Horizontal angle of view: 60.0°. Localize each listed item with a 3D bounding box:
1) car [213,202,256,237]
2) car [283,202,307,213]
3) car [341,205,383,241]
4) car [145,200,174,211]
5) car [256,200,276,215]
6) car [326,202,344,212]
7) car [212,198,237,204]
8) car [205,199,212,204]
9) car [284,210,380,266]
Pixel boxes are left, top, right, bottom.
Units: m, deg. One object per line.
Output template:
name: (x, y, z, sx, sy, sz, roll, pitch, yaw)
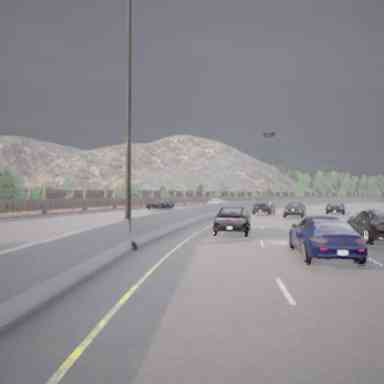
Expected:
car: (2.334, 1.557, 18.673, 2.128, 1.511, 4.902, 0, 0, 12)
car: (9.936, 1.686, 31.972, 2.033, 1.411, 5.357, 0, 0, 22)
car: (8.915, 1.593, 16.028, 1.837, 1.490, 4.892, 0, 0, 11)
car: (-4.209, 1.711, 43.741, 1.895, 1.301, 4.718, 0, 0, 25)
car: (7.848, 1.646, 35.915, 1.837, 1.490, 4.892, 0, 0, 22)
car: (16.245, 1.784, 37.513, 1.895, 1.301, 4.718, 0, 0, 26)
car: (5.202, 1.709, 47.035, 2.033, 1.411, 5.357, 0, 0, 28)
car: (3.645, 1.692, 51.259, 1.812, 1.442, 4.674, 0, 0, 30)
car: (4.638, 1.582, 11.825, 1.812, 1.442, 4.674, 0, 0, 8)
